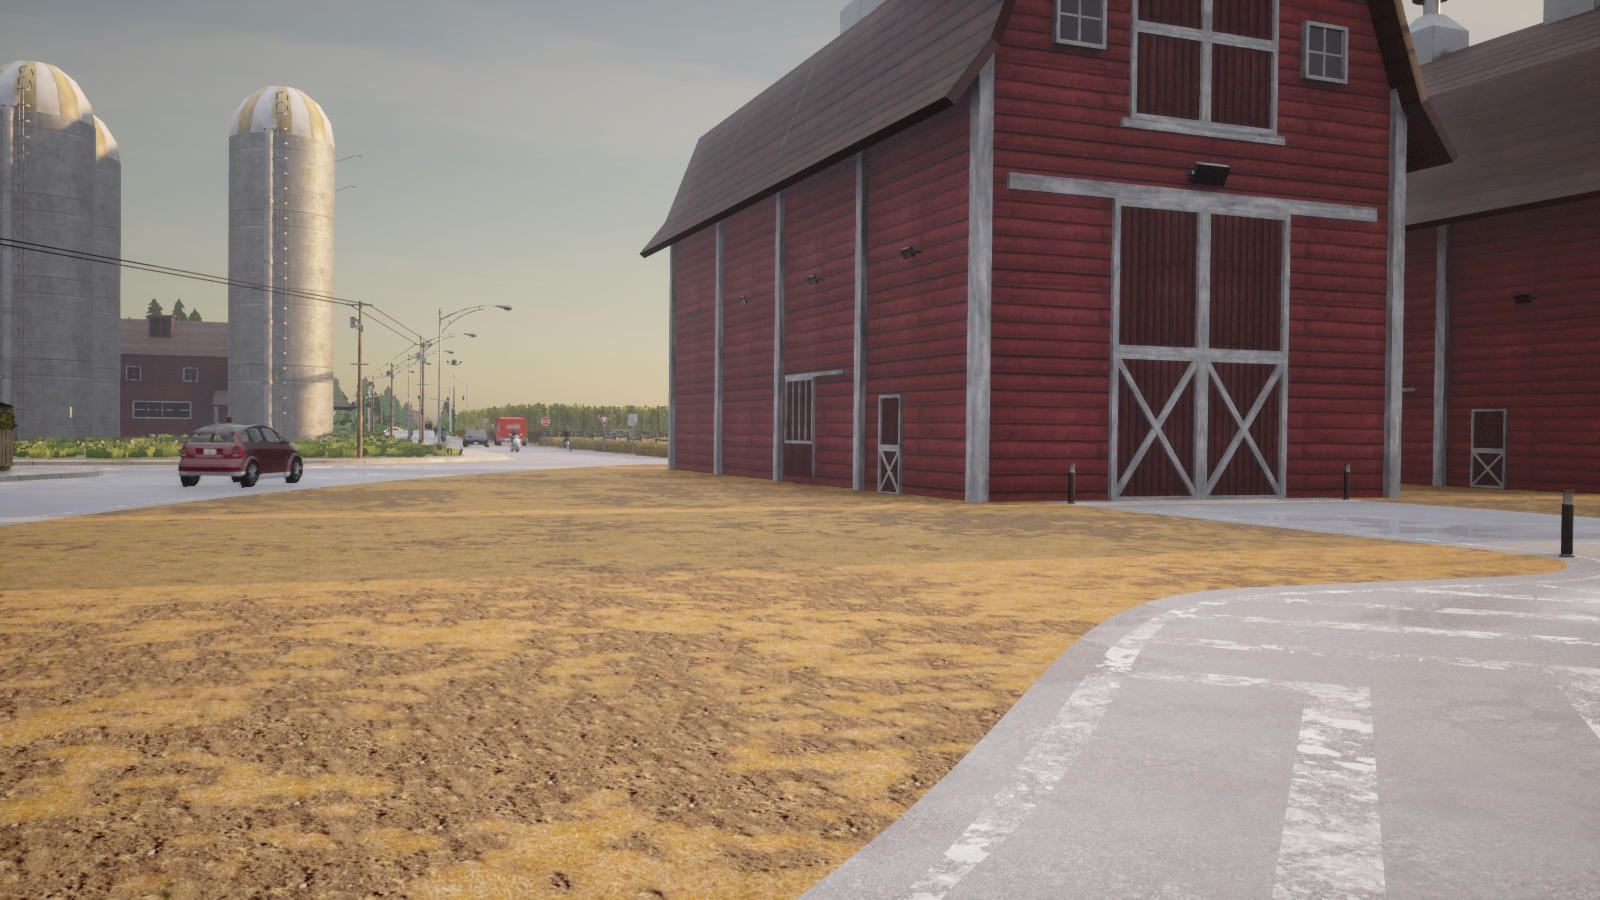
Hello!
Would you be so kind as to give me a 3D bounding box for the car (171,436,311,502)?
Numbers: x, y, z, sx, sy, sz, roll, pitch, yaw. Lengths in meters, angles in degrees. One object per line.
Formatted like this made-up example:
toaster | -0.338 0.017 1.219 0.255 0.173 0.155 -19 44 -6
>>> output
car | -14.000 0.425 31.670 1.789 1.549 3.705 -1 1 2
